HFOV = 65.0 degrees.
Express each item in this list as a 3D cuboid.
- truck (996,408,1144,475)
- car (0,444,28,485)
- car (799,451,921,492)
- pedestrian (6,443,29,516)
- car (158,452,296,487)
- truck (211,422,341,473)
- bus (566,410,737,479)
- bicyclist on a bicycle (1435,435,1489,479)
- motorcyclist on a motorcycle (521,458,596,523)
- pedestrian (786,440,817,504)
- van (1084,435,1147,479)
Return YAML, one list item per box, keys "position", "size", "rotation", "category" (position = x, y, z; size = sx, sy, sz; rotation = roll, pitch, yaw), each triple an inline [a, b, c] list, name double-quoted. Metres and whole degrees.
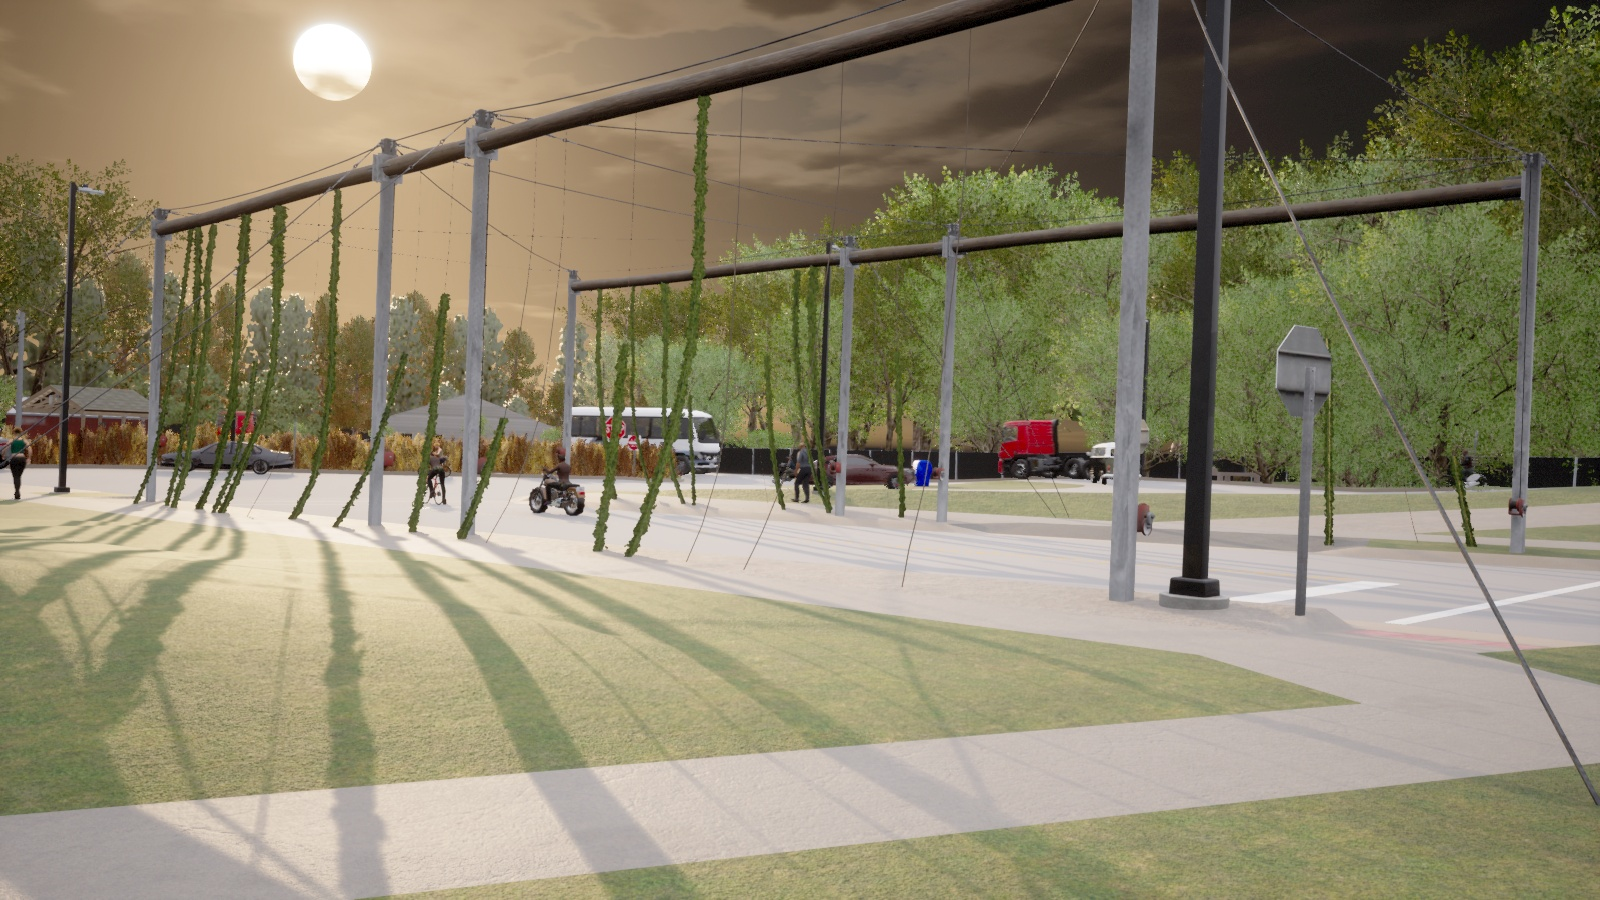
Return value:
- position: [14.952, -0.397, 70.068]
  size: [2.891, 3.462, 7.936]
  rotation: [-1, -1, -39]
  category: "truck"
- position: [-34.778, 0.611, 51.454]
  size: [5.027, 1.651, 2.152]
  rotation: [-1, 1, -20]
  category: "car"
- position: [2.342, 0.841, 49.713]
  size: [4.674, 1.442, 1.812]
  rotation: [-2, -1, 0]
  category: "car"
- position: [-19.877, 0.742, 31.905]
  size: [0.594, 1.836, 0.345]
  rotation: [1, 0, 44]
  category: "pedestrian"
- position: [-24.989, 0.853, 55.004]
  size: [5.357, 1.411, 2.033]
  rotation: [1, 1, -20]
  category: "car"
- position: [-36.029, -0.184, 86.578]
  size: [7.936, 3.462, 2.891]
  rotation: [0, 1, -14]
  category: "truck"
- position: [-9.592, -0.379, 81.048]
  size: [10.273, 4.253, 3.944]
  rotation: [0, 1, 22]
  category: "bus"
- position: [27.816, 0.297, 52.782]
  size: [1.843, 1.776, 0.659]
  rotation: [-3, -2, 23]
  category: "bicyclist on a bicycle"
- position: [-6.379, 1.053, 33.081]
  size: [2.350, 1.649, 0.766]
  rotation: [-1, -1, 45]
  category: "motorcyclist on a motorcycle"
- position: [0.044, 0.630, 36.547]
  size: [0.540, 1.848, 0.694]
  rotation: [1, 0, -43]
  category: "pedestrian"
- position: [15.342, 0.315, 61.292]
  size: [2.069, 2.038, 4.480]
  rotation: [-1, 0, 2]
  category: "van"
